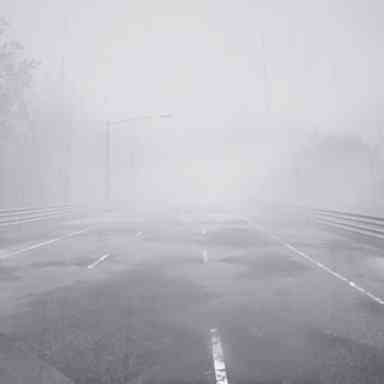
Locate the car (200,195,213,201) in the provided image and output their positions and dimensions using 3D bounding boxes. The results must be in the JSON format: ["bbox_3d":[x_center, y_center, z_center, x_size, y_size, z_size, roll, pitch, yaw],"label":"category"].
[{"bbox_3d":[3.772,1.675,85.813,1.895,1.301,4.718,0,0,7],"label":"car"}]

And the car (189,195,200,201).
[{"bbox_3d":[0.242,1.619,85.746,2.033,1.411,5.357,0,0,7],"label":"car"}]

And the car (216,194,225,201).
[{"bbox_3d":[7.334,1.436,86.171,2.097,1.767,4.553,0,0,7],"label":"car"}]
